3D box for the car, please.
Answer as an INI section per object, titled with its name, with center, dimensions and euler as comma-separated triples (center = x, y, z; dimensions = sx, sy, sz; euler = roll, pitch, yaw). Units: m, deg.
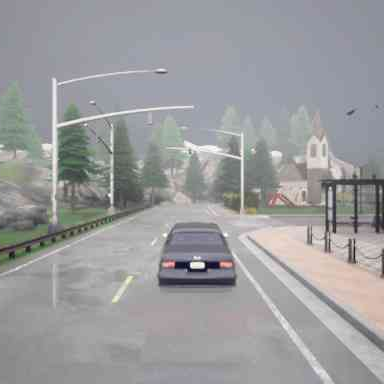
[car]
center = 0.106, 1.559, 9.362
dimensions = 2.033, 1.411, 5.357
euler = 0, 0, 0
